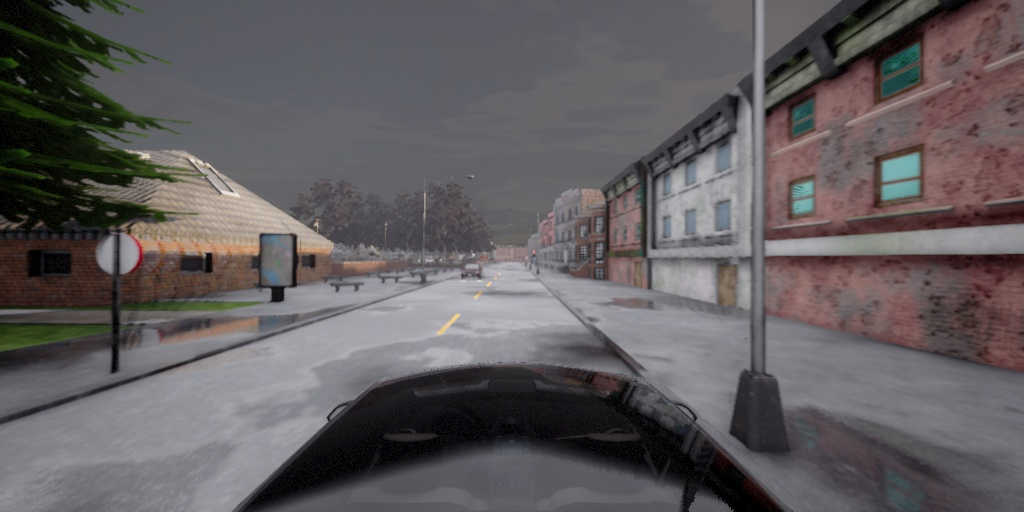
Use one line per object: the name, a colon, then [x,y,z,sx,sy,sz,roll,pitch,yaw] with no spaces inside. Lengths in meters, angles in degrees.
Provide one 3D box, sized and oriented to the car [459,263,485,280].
car: [-3.717,1.433,34.185,1.812,1.442,4.674,0,0,1]
